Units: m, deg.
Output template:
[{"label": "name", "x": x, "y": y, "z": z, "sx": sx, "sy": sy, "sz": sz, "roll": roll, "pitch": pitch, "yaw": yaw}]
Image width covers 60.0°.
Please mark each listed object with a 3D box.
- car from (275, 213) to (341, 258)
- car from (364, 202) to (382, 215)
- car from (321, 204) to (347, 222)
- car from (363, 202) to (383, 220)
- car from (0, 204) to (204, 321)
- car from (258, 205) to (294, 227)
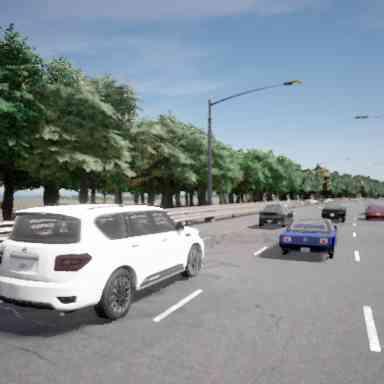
[{"label": "car", "x": 4.888, "y": 1.736, "z": 13.580, "sx": 1.895, "sy": 1.301, "sz": 4.718, "roll": 0, "pitch": -1, "yaw": 25}, {"label": "car", "x": 21.704, "y": 1.930, "z": 39.902, "sx": 1.812, "sy": 1.442, "sz": 4.674, "roll": 0, "pitch": -1, "yaw": 28}, {"label": "car", "x": 12.701, "y": 1.772, "z": 29.671, "sx": 1.882, "sy": 1.535, "sz": 5.008, "roll": 0, "pitch": -1, "yaw": 27}, {"label": "car", "x": 17.180, "y": 1.873, "z": 30.897, "sx": 1.994, "sy": 1.385, "sz": 4.181, "roll": 0, "pitch": -1, "yaw": 27}, {"label": "car", "x": -1.613, "y": 1.299, "z": 7.828, "sx": 2.150, "sy": 2.045, "sz": 5.566, "roll": 0, "pitch": -1, "yaw": 24}, {"label": "car", "x": 6.273, "y": 1.748, "z": 24.579, "sx": 1.837, "sy": 1.490, "sz": 4.892, "roll": 0, "pitch": -1, "yaw": 26}]
